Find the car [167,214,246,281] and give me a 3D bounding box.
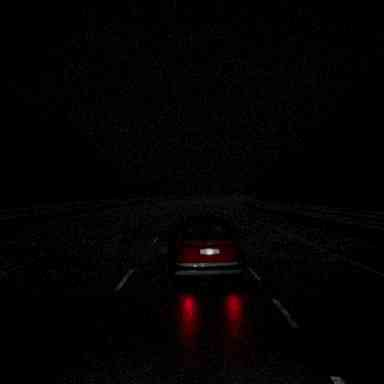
[{"bbox_3d":[0.269,1.457,10.007,2.033,1.649,4.856,-1,0,-4],"label":"car"}]
